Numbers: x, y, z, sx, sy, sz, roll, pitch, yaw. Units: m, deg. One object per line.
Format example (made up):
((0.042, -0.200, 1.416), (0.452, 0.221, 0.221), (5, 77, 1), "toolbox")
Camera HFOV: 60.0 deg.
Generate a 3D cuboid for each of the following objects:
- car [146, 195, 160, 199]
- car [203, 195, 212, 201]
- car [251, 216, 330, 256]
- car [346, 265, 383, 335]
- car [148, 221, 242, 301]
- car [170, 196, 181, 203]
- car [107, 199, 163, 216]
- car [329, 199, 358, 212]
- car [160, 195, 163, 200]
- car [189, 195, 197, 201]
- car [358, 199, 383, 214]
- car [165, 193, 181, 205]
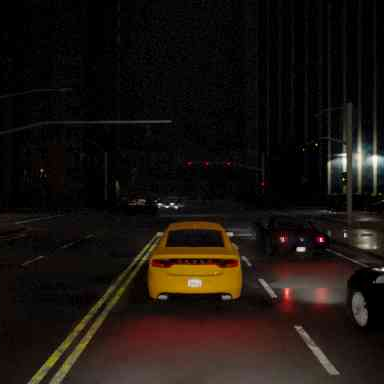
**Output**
((-6.957, 1.505, 56.071), (1.837, 1.490, 4.892), (0, 0, 0), "car")
((3.684, 1.429, 79.570), (1.837, 1.490, 4.892), (0, 0, 0), "car")
((3.612, 1.601, 13.184), (1.895, 1.301, 4.718), (0, 0, 0), "car")
((3.609, 1.505, 3.912), (1.837, 1.490, 4.892), (0, 0, 0), "car")
((0.074, 1.478, 8.423), (1.882, 1.535, 5.008), (0, 0, 1), "car")
((-3.350, 1.564, 68.376), (1.994, 1.385, 4.181), (0, 0, 1), "car")
((-5.450, 1.601, 31.499), (4.718, 1.301, 1.895), (0, 0, 0), "car")
((19.011, 1.547, 38.890), (5.357, 1.411, 2.033), (0, 0, 0), "car")
((-6.887, 1.352, 65.258), (2.097, 1.767, 4.553), (0, 0, 1), "car")
((0.186, 1.367, 80.118), (1.994, 1.385, 4.181), (0, 0, 0), "car")
((20.928, 1.491, 35.407), (4.902, 1.511, 2.128), (0, 0, -1), "car")
((-3.435, 1.221, 59.017), (2.150, 2.045, 5.566), (0, 0, 0), "car")
